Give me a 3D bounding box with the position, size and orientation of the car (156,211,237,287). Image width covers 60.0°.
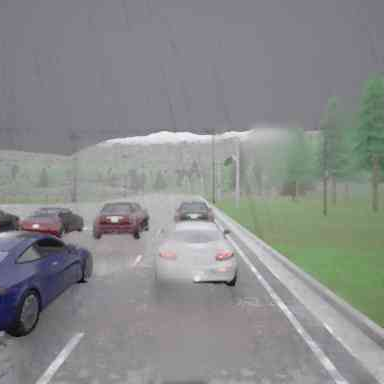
[{"bbox_3d":[0.100,1.473,9.008,1.812,1.442,4.674,0,0,0],"label":"car"}]

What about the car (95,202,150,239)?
[{"bbox_3d":[-3.402,1.254,16.769,2.097,1.767,4.553,0,0,0],"label":"car"}]

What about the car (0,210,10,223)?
[{"bbox_3d":[-10.405,1.467,16.719,1.994,1.385,4.181,0,0,0],"label":"car"}]

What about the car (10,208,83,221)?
[{"bbox_3d":[-6.901,1.467,16.708,1.994,1.385,4.181,0,0,0],"label":"car"}]

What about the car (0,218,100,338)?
[{"bbox_3d":[-3.396,1.488,6.415,1.812,1.442,4.674,0,1,0],"label":"car"}]

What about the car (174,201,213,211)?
[{"bbox_3d":[0.102,1.246,18.195,2.097,1.767,4.553,0,0,0],"label":"car"}]
